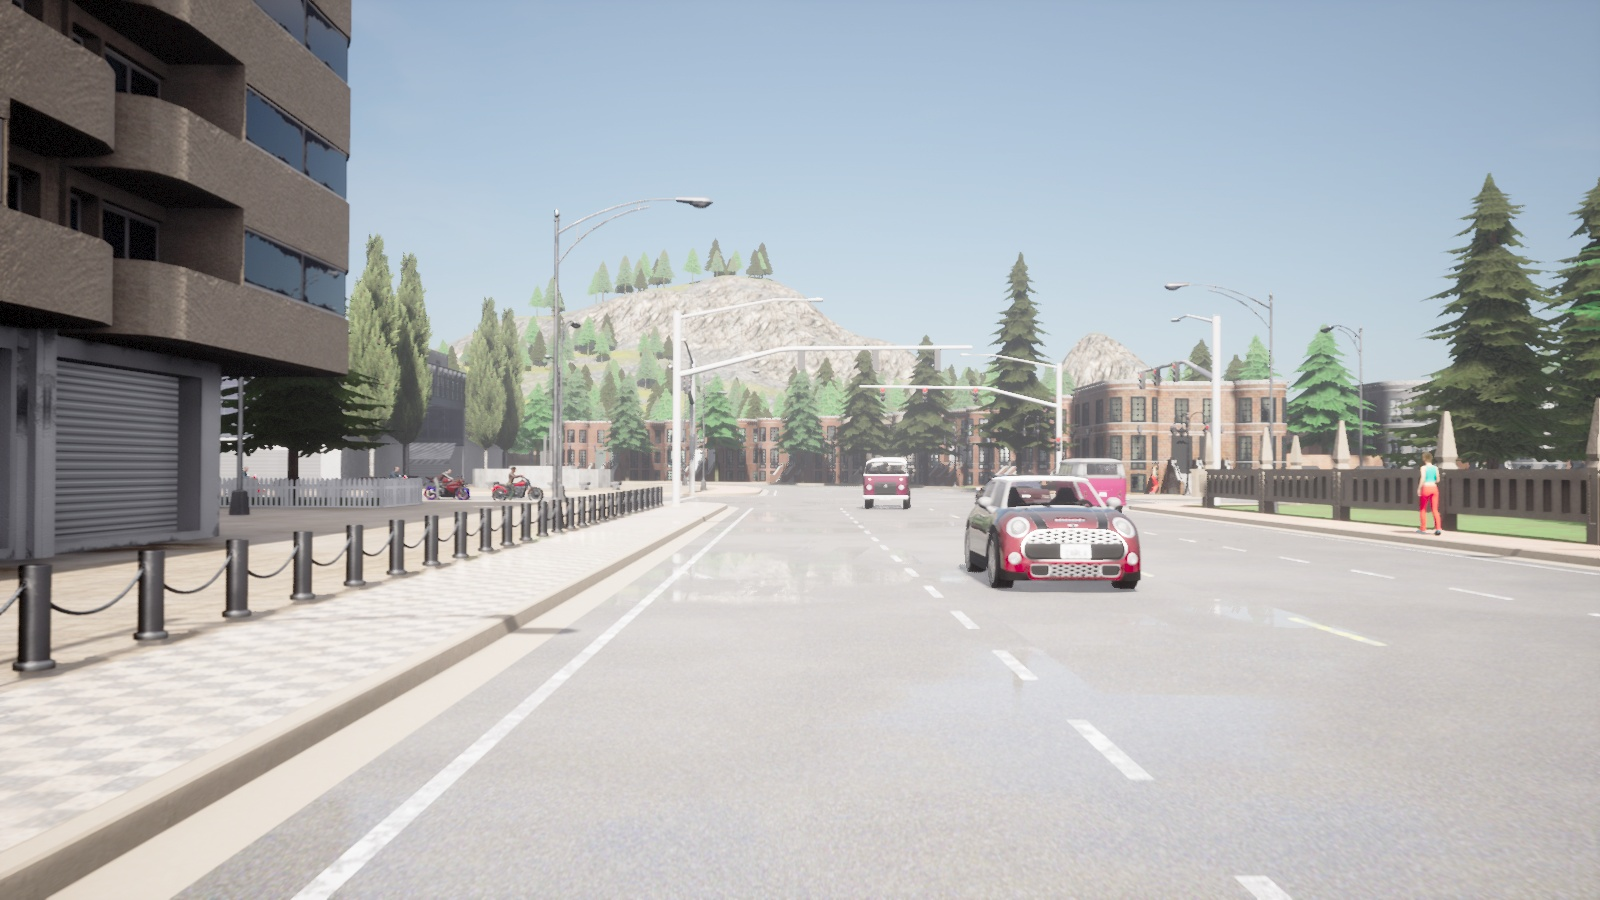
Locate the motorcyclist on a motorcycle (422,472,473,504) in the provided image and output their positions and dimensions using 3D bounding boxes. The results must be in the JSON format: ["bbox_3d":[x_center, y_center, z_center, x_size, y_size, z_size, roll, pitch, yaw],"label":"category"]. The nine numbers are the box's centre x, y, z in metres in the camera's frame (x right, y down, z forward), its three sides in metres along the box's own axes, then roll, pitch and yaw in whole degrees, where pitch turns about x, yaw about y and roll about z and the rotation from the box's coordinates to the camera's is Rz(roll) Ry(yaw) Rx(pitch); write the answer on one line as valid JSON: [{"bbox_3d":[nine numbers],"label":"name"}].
[{"bbox_3d":[-16.849,1.822,60.052,2.191,1.530,0.866,0,-1,0],"label":"motorcyclist on a motorcycle"}]

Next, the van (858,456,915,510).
[{"bbox_3d":[3.486,1.275,49.842,2.069,2.038,4.480,-1,-1,6],"label":"van"}]

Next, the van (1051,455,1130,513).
[{"bbox_3d":[10.388,1.207,45.201,1.775,1.987,4.442,0,-1,0],"label":"van"}]

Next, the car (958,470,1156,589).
[{"bbox_3d":[3.457,1.030,17.609,1.970,1.475,3.806,0,-1,0],"label":"car"}]

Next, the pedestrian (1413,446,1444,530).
[{"bbox_3d":[13.929,0.836,27.848,0.345,1.836,0.594,0,-1,-2],"label":"pedestrian"}]

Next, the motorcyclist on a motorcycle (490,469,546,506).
[{"bbox_3d":[-12.681,1.668,56.567,2.350,1.649,0.766,0,-1,0],"label":"motorcyclist on a motorcycle"}]

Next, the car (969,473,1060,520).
[{"bbox_3d":[6.899,1.451,40.941,2.033,1.411,5.357,0,-1,0],"label":"car"}]
